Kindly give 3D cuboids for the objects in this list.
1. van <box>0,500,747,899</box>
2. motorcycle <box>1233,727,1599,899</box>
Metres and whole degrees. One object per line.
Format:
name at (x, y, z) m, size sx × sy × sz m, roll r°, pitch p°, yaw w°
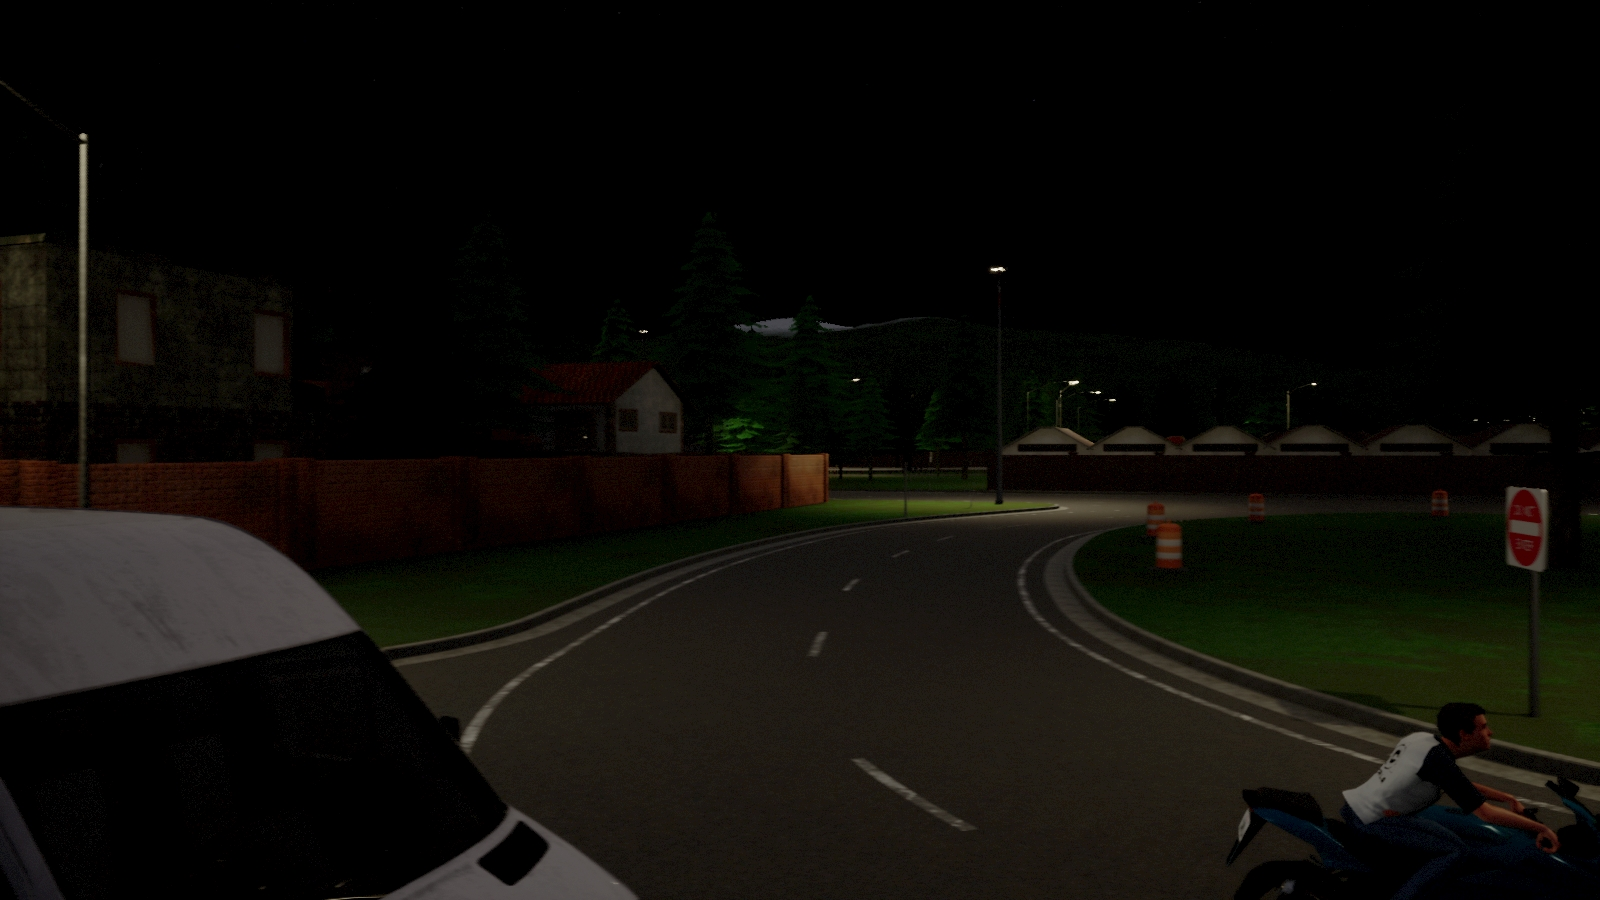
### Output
van at (-3.325, 1.537, 4.513) m, size 5.915 × 2.561 × 1.988 m, roll 0°, pitch 0°, yaw 20°
motorcycle at (3.301, 2.186, 5.822) m, size 2.033 × 1.199 × 0.803 m, roll 0°, pitch 0°, yaw 20°
